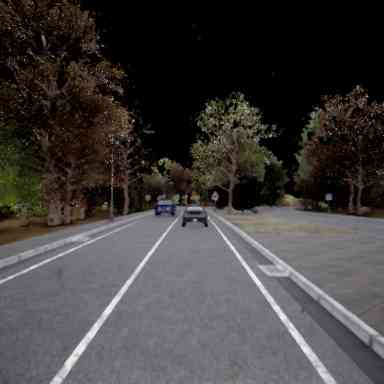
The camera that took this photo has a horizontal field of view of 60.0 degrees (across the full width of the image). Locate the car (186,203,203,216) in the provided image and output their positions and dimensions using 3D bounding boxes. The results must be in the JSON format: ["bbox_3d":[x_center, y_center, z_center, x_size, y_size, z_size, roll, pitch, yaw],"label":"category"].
[{"bbox_3d":[0.301,2.231,42.951,2.128,1.511,4.902,0,-2,0],"label":"car"}]

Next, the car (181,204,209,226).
[{"bbox_3d":[0.219,1.778,25.538,1.837,1.490,4.892,0,-1,0],"label":"car"}]

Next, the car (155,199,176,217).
[{"bbox_3d":[-3.158,1.876,40.070,2.150,2.045,5.566,0,-2,0],"label":"car"}]
